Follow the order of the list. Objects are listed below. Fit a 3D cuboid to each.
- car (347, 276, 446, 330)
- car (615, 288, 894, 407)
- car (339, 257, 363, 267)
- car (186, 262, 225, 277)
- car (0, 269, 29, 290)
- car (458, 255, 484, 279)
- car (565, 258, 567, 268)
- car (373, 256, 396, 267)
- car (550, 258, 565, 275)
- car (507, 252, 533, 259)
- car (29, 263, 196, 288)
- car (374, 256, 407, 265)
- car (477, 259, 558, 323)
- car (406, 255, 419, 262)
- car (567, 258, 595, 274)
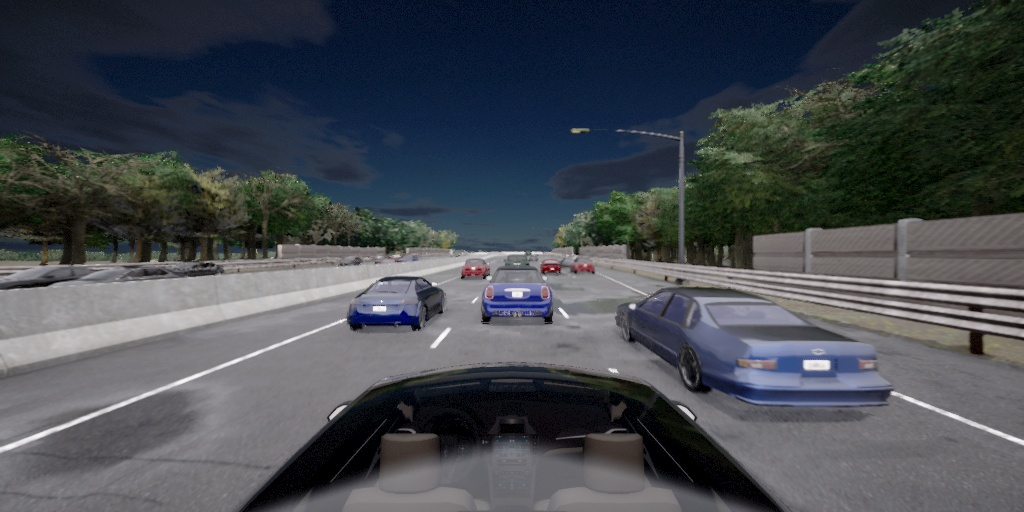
[{"bbox_3d":[-3.342,1.308,11.105,1.994,1.385,4.181,0,0,0],"label":"car"},{"bbox_3d":[3.508,1.295,6.628,2.033,1.411,5.357,0,0,0],"label":"car"},{"bbox_3d":[-23.809,0.902,53.276,1.837,1.490,4.892,0,1,2],"label":"car"},{"bbox_3d":[-23.613,1.198,26.394,1.837,1.490,4.892,0,0,-2],"label":"car"},{"bbox_3d":[-20.991,1.211,16.266,1.882,1.535,5.008,0,0,1],"label":"car"},{"bbox_3d":[-3.051,1.008,30.891,2.097,1.767,4.553,0,0,1],"label":"car"},{"bbox_3d":[7.692,1.010,49.302,1.994,1.385,4.181,0,1,1],"label":"car"},{"bbox_3d":[-20.230,0.840,57.210,1.837,1.490,4.892,0,1,2],"label":"car"},{"bbox_3d":[3.964,1.074,37.335,1.882,1.535,5.008,0,1,1],"label":"car"},{"bbox_3d":[0.456,0.874,31.317,2.150,2.045,5.566,0,1,1],"label":"car"},{"bbox_3d":[-17.491,1.239,16.204,1.837,1.490,4.892,0,0,1],"label":"car"},{"bbox_3d":[-13.589,1.053,39.704,1.882,1.535,5.008,0,1,1],"label":"car"},{"bbox_3d":[0.168,1.094,12.188,2.097,1.767,4.553,0,0,0],"label":"car"},{"bbox_3d":[-16.703,0.669,58.316,2.097,1.767,4.553,0,1,2],"label":"car"},{"bbox_3d":[7.341,0.944,37.671,2.097,1.767,4.553,0,1,3],"label":"car"}]
